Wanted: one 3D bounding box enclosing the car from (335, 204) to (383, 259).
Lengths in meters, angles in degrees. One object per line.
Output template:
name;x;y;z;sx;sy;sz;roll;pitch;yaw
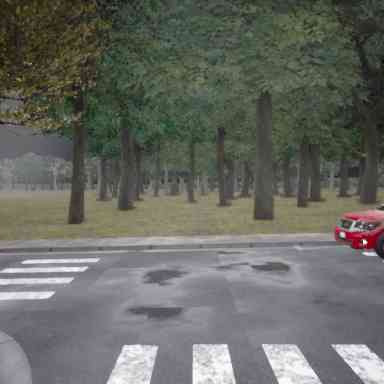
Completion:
car;7.684;0.981;10.846;5.566;2.045;2.150;-1;1;0
